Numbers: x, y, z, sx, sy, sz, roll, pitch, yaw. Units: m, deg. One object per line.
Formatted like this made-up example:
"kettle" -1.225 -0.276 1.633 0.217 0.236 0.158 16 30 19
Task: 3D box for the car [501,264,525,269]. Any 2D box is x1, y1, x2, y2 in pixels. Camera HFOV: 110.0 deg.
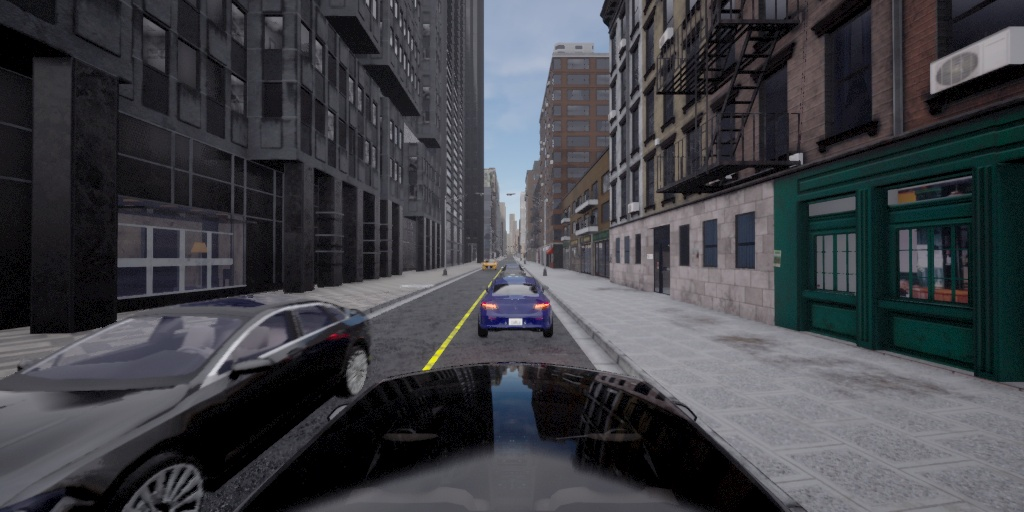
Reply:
"car" 0.062 1.317 28.207 1.994 1.385 4.181 0 0 0

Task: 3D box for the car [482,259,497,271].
"car" -3.074 1.234 50.369 1.882 1.535 5.008 0 0 0

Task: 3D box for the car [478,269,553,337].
"car" 0.088 1.277 10.159 1.812 1.442 4.674 0 0 0

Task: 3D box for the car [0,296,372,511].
"car" -3.101 1.242 3.723 2.128 1.511 4.902 0 0 0
